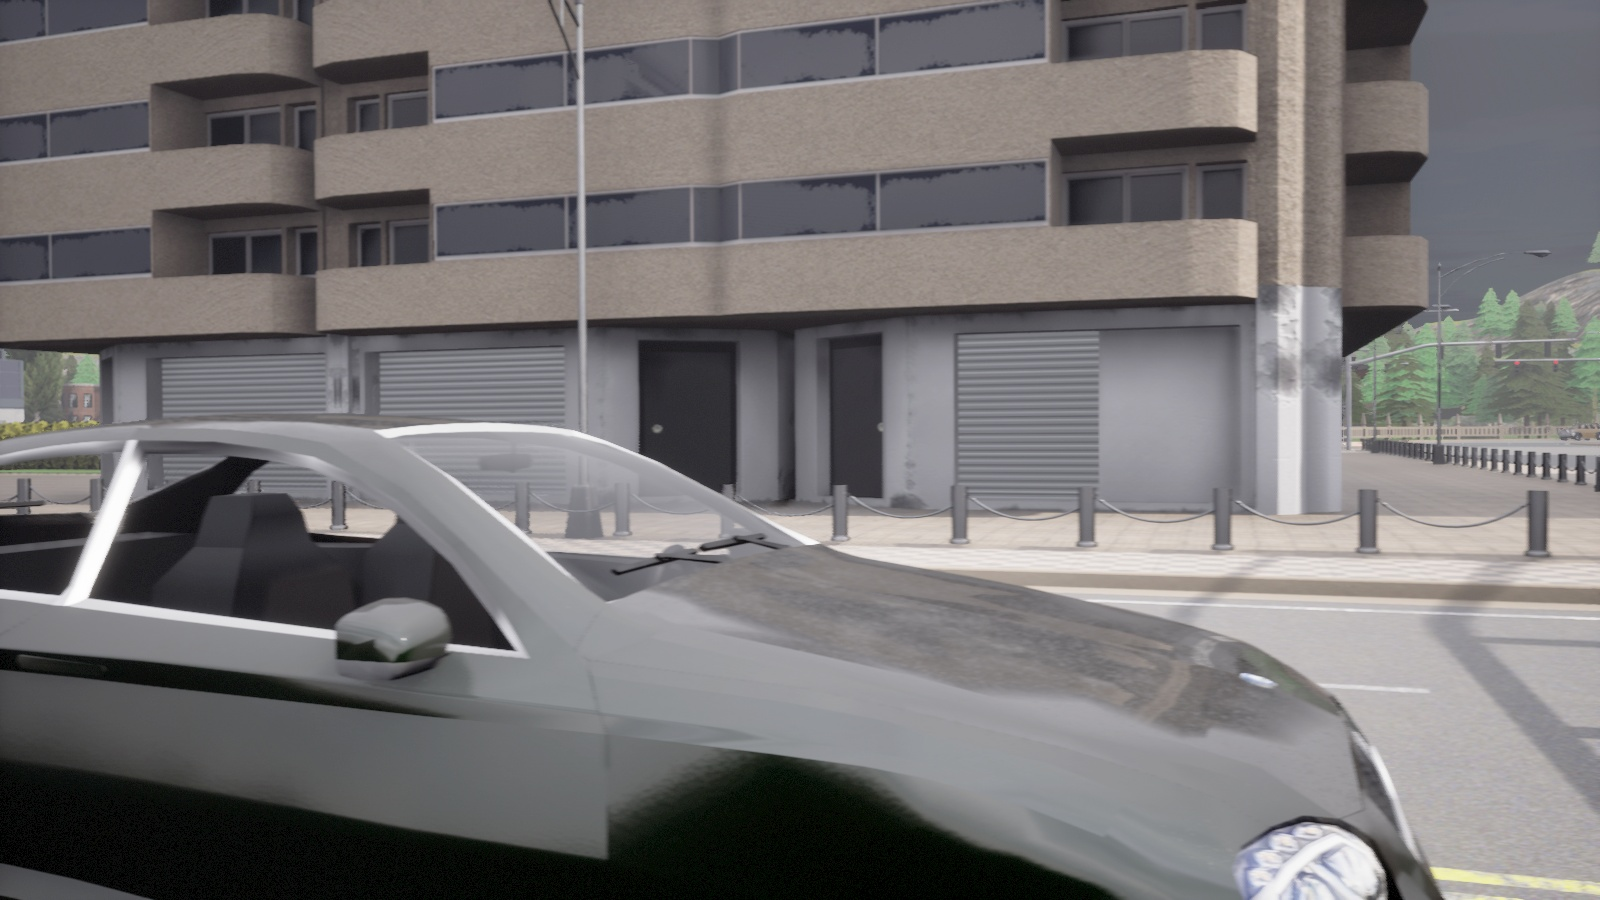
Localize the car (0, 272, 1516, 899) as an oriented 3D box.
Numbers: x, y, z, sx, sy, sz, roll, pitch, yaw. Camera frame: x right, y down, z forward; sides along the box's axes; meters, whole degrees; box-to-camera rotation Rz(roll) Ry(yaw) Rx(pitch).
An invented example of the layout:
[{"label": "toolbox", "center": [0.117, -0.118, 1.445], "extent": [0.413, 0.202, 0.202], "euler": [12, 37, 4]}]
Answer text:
[{"label": "car", "center": [-1.062, 0.553, 3.547], "extent": [5.027, 1.651, 2.152], "euler": [0, 1, 19]}]
